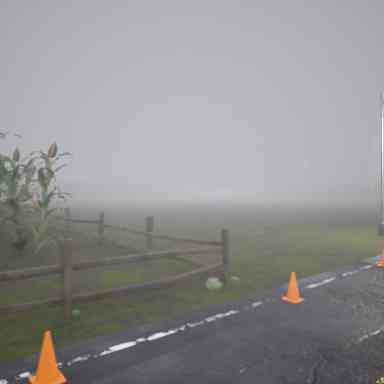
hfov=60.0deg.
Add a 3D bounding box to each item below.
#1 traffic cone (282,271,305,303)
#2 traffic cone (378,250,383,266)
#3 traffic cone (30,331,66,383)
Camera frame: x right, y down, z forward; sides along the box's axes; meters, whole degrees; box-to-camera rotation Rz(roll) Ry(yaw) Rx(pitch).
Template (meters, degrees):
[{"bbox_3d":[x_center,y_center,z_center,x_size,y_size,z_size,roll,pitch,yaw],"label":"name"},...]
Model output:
[{"bbox_3d":[2.129,1.962,6.981,0.340,0.580,0.340,0,0,-39],"label":"traffic cone"},{"bbox_3d":[5.912,1.956,10.170,0.340,0.580,0.340,0,0,-40],"label":"traffic cone"},{"bbox_3d":[-1.727,1.967,3.991,0.340,0.580,0.340,0,0,-36],"label":"traffic cone"}]
